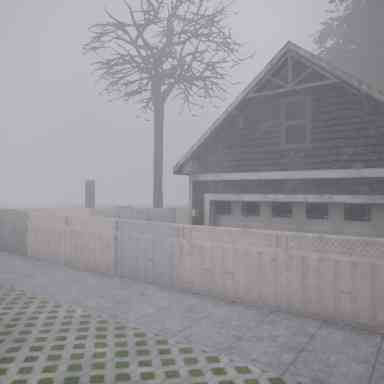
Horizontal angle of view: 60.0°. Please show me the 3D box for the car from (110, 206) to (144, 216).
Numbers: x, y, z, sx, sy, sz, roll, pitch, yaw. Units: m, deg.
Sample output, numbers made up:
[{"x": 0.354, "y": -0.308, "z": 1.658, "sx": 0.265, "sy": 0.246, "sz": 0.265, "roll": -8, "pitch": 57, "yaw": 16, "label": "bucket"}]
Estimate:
[{"x": -6.419, "y": 1.894, "z": 28.953, "sx": 1.895, "sy": 1.301, "sz": 4.718, "roll": 0, "pitch": -1, "yaw": 35, "label": "car"}]

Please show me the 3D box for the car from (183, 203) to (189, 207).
[{"x": 0.187, "y": 1.932, "z": 38.321, "sx": 1.882, "sy": 1.535, "sz": 5.008, "roll": 0, "pitch": 0, "yaw": 35, "label": "car"}]
